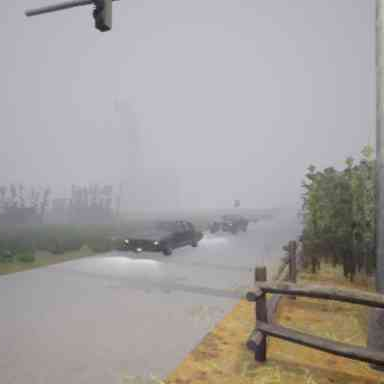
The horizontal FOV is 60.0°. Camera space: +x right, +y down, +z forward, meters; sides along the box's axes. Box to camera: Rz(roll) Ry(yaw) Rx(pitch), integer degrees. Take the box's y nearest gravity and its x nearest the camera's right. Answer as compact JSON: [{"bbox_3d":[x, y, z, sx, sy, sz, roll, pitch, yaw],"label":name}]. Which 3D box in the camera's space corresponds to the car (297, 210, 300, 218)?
[{"bbox_3d":[17.635,3.349,52.202,2.033,1.411,5.357,0,-2,23],"label":"car"}]

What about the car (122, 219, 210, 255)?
[{"bbox_3d":[-1.120,2.042,15.979,2.033,1.411,5.357,0,-2,23],"label":"car"}]

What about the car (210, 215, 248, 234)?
[{"bbox_3d":[2.868,2.429,25.457,1.895,1.301,4.718,0,-2,23],"label":"car"}]
